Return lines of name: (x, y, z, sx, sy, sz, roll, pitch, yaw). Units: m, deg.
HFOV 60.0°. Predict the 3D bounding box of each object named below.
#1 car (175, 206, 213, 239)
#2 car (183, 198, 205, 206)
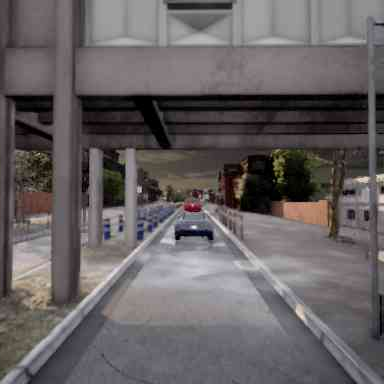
car: (0.101, 1.694, 18.064, 1.994, 1.385, 4.181, 0, -1, 0)
car: (0.102, 1.751, 41.566, 2.150, 2.045, 5.566, 0, -1, 0)
